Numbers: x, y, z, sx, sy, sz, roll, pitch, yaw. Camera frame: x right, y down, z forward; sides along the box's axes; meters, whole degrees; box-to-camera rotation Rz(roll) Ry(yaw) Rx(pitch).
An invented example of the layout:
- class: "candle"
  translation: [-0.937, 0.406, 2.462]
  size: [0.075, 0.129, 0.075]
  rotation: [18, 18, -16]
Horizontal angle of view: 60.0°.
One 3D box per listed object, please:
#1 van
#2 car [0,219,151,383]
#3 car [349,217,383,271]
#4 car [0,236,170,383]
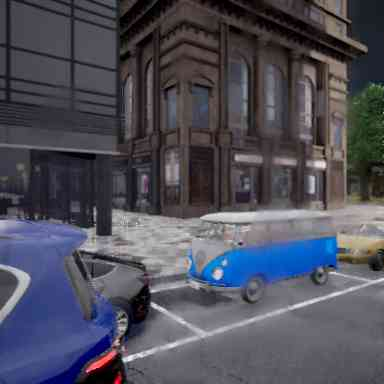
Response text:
- class: "van"
  translation: [1.768, 1.353, 7.904]
  size: [3.998, 1.788, 1.690]
  rotation: [0, 0, -35]
- class: "car"
  translation: [-2.975, 1.218, 1.263]
  size: [5.566, 2.045, 2.150]
  rotation: [0, 0, -35]
- class: "car"
  translation: [6.060, 1.548, 10.956]
  size: [4.829, 1.417, 1.752]
  rotation: [0, 0, -35]
- class: "car"
  translation: [-2.664, 1.567, 4.752]
  size: [4.313, 1.339, 1.947]
  rotation: [0, 0, -35]
